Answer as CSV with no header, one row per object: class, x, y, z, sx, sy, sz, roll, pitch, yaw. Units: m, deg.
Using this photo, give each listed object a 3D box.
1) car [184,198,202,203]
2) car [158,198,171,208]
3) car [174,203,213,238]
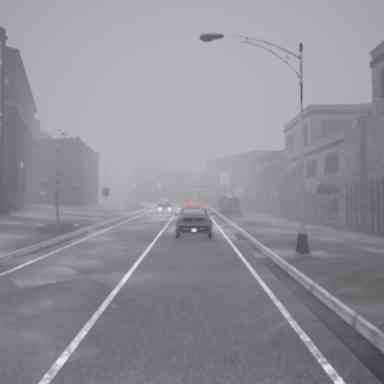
car,0.081,1.483,38.943,2.097,1.767,4.553,0,0,0
car,-4.259,1.694,51.659,1.812,1.442,4.674,0,0,-6
car,0.099,1.566,18.148,1.837,1.490,4.892,0,0,0
